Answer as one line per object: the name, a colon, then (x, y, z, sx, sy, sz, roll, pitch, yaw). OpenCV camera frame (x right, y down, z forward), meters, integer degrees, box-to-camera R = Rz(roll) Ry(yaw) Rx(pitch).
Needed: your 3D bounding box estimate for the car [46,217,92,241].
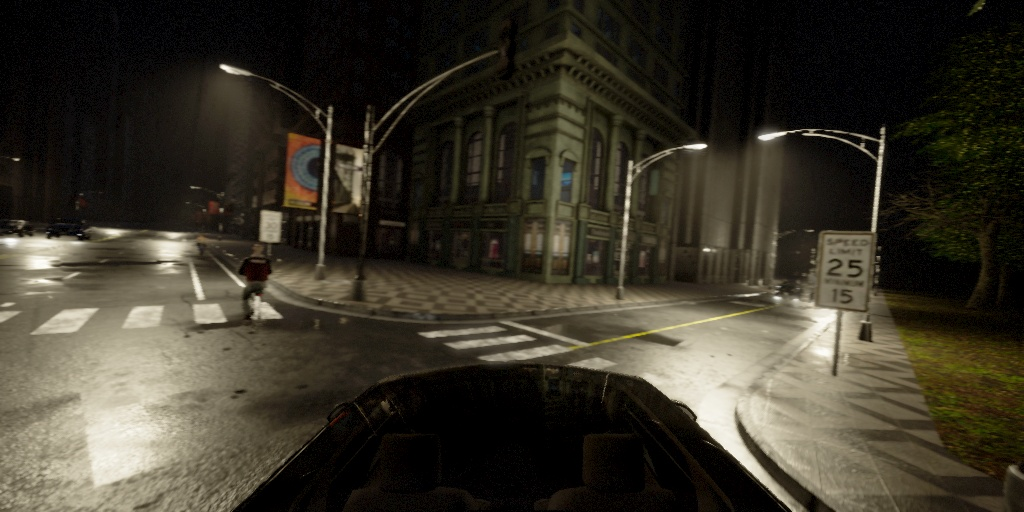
car: (-41.748, -2.573, 33.915, 2.150, 2.045, 5.566, 3, 1, -43)

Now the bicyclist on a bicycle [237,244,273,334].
bicyclist on a bicycle: (-5.367, 0.627, 7.457, 0.659, 1.776, 1.843, 4, 1, -43)

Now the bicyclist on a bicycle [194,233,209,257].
bicyclist on a bicycle: (-21.948, -0.787, 25.362, 0.866, 1.612, 1.509, 3, 1, -43)

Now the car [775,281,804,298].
car: (29.577, 3.418, 38.047, 4.553, 1.767, 2.097, 4, 1, -44)

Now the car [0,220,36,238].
car: (-44.167, -2.440, 31.731, 2.128, 1.511, 4.902, 3, 1, -43)

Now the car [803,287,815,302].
car: (28.870, 3.554, 33.102, 4.902, 1.511, 2.128, 4, 1, -44)
